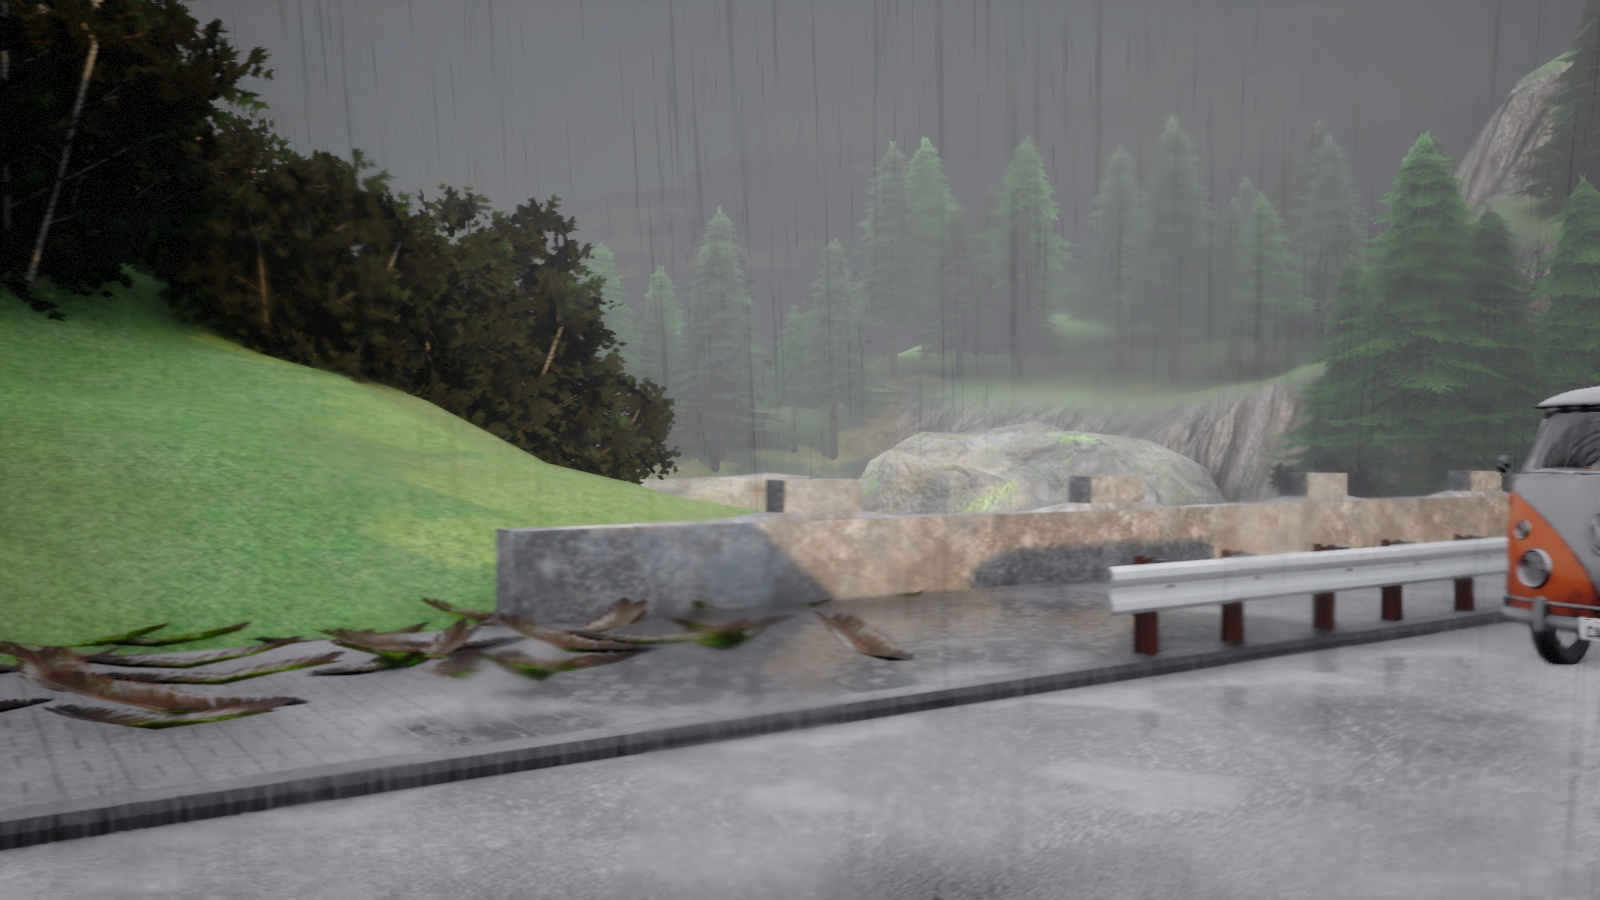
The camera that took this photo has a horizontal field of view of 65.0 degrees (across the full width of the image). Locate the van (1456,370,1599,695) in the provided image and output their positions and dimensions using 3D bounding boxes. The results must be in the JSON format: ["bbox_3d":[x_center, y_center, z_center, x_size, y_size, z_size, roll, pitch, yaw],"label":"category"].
[{"bbox_3d":[6.730,0.505,8.950,4.442,1.987,1.775,0,0,-35],"label":"van"}]
